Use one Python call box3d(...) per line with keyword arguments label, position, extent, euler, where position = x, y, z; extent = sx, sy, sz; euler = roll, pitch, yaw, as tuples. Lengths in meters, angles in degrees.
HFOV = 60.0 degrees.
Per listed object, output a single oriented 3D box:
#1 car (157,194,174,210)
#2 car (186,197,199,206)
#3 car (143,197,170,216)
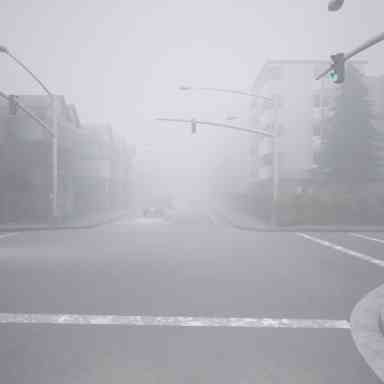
box3d(label="car", position=(-3.560, 1.221, 42.919), extent=(2.150, 2.045, 5.566), euler=(0, 0, 0))
box3d(label="car", position=(-0.001, 1.526, 55.234), extent=(1.812, 1.442, 4.674), euler=(0, 0, -3))
box3d(label="car", position=(-3.584, 1.491, 32.343), extent=(2.128, 1.511, 4.902), euler=(0, 0, 0))
